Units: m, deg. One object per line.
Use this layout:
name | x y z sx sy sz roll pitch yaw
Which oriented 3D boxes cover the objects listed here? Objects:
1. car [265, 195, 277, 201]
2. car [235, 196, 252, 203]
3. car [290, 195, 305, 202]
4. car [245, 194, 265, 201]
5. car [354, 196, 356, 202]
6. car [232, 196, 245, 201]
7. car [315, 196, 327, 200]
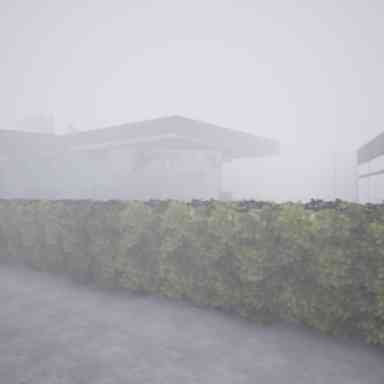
car | 18.687 1.554 79.264 1.970 1.475 3.806 -1 0 35
car | 11.643 1.654 75.594 2.007 1.523 4.514 -1 0 35
car | 24.127 1.412 75.847 2.152 1.636 5.027 -1 0 35
car | 11.579 1.381 63.413 1.932 1.855 4.605 -1 0 35
car | 34.603 1.208 68.504 1.905 1.878 3.866 -1 0 35
car | 6.746 1.642 56.446 1.970 1.475 3.806 -1 0 35
car | 21.373 1.458 55.680 2.007 1.523 4.514 -1 0 35
